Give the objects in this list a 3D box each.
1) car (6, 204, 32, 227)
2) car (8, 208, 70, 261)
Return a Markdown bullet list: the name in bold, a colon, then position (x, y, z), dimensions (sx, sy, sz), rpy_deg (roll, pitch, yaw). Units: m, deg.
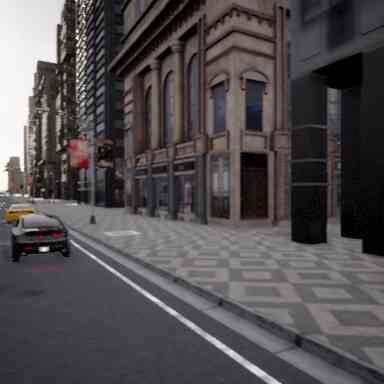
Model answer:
- **car**: position (-13.735, 1.709, 26.700), dimensions (1.882, 1.535, 5.008), rpy_deg (0, 0, -29)
- **car**: position (-6.001, 1.614, 12.991), dimensions (1.837, 1.490, 4.892), rpy_deg (0, 0, -29)
